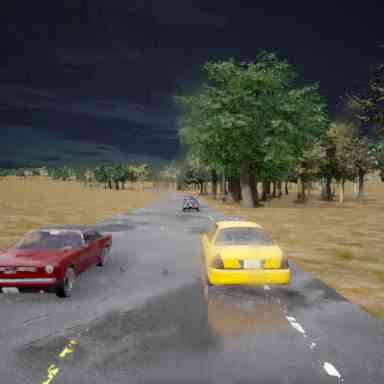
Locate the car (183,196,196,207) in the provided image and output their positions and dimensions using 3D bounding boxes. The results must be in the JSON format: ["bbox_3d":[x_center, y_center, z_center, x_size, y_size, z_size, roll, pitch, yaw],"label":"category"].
[{"bbox_3d":[-0.354,1.367,48.779,1.812,1.442,4.674,0,0,-1],"label":"car"}]

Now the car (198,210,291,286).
[{"bbox_3d":[1.218,1.447,9.345,1.801,1.575,5.366,0,0,0],"label":"car"}]

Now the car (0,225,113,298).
[{"bbox_3d":[-3.514,1.593,8.636,1.895,1.301,4.718,0,0,0],"label":"car"}]

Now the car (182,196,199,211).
[{"bbox_3d":[-0.144,1.446,38.196,2.033,1.411,5.357,0,0,-1],"label":"car"}]
